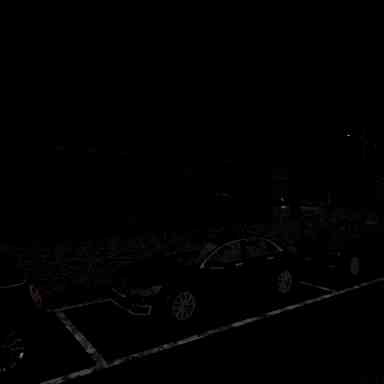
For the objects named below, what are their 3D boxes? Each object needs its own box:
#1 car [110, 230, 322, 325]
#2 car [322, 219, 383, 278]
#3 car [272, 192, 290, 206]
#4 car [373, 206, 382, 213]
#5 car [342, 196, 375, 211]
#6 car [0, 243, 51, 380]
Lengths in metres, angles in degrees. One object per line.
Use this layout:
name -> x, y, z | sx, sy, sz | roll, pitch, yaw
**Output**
car -> 0.485, 1.551, 6.993 | 4.403, 1.369, 2.008 | 0, 0, -35
car -> 4.930, 1.545, 10.159 | 4.507, 1.381, 1.887 | 0, 0, -35
car -> 10.235, 0.835, 41.242 | 2.097, 1.767, 4.553 | 0, 1, -35
car -> 9.374, 1.441, 13.325 | 4.097, 1.590, 1.967 | 0, 0, -35
car -> 16.957, 1.186, 31.829 | 1.882, 1.535, 5.008 | 0, 1, -35
car -> -3.960, 1.440, 3.827 | 4.097, 1.590, 1.967 | 0, 0, -35
